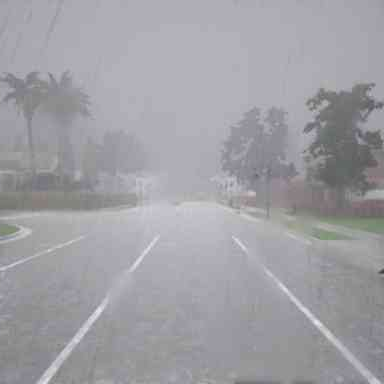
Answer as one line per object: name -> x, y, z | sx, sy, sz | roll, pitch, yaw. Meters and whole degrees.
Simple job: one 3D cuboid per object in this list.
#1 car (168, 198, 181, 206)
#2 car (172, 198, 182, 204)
car -> -3.515, 2.023, 64.959 | 1.812, 1.442, 4.674 | 0, 0, 0
car -> -3.501, 2.135, 79.665 | 2.128, 1.511, 4.902 | 0, 0, 0
